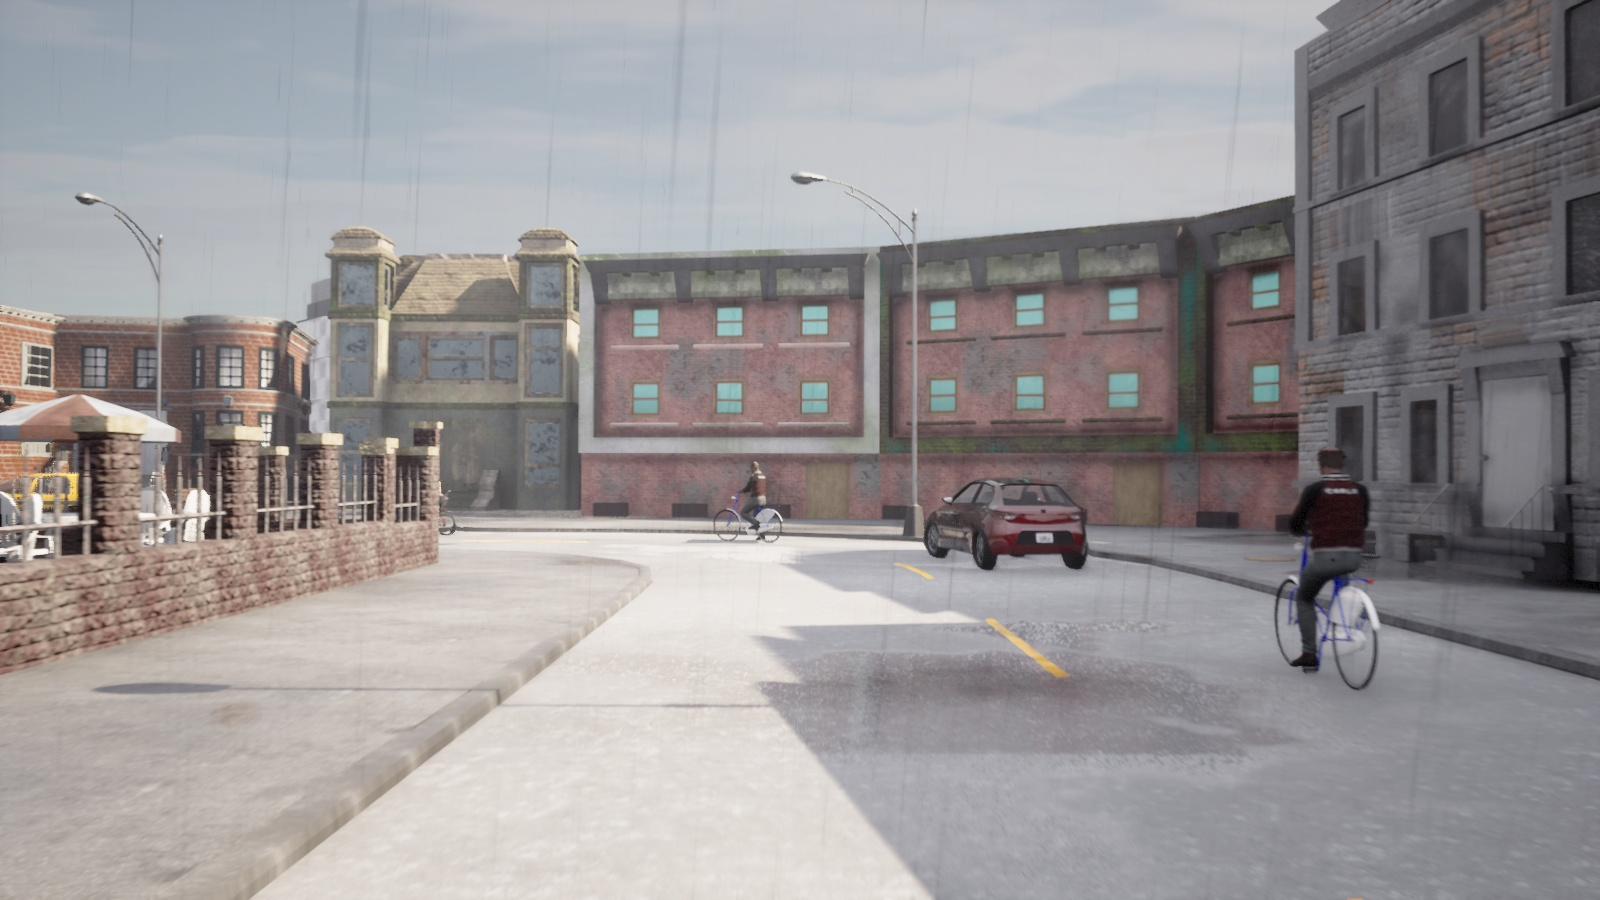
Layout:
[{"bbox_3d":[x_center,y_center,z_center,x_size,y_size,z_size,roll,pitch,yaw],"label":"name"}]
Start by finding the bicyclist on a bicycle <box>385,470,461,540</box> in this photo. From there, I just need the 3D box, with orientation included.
[{"bbox_3d":[-8.818,1.279,29.408,1.509,1.612,0.866,-1,-1,3],"label":"bicyclist on a bicycle"}]

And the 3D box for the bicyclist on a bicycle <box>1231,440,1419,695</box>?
[{"bbox_3d":[3.976,0.831,9.677,0.659,1.776,1.843,0,-1,0],"label":"bicyclist on a bicycle"}]

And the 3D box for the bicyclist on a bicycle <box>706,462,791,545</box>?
[{"bbox_3d":[-1.142,1.153,27.569,1.843,1.776,0.659,-1,-1,34],"label":"bicyclist on a bicycle"}]

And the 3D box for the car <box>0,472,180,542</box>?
[{"bbox_3d":[-17.704,1.319,29.535,5.366,1.575,1.801,0,-1,0],"label":"car"}]

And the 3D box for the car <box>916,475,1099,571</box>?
[{"bbox_3d":[3.450,1.179,21.704,1.816,1.474,4.193,0,-1,-10],"label":"car"}]
